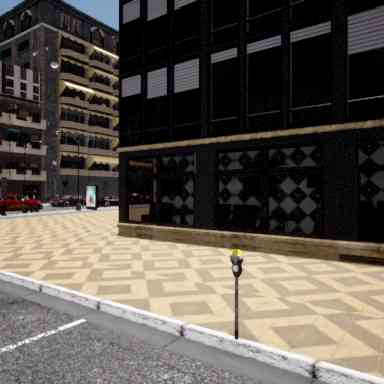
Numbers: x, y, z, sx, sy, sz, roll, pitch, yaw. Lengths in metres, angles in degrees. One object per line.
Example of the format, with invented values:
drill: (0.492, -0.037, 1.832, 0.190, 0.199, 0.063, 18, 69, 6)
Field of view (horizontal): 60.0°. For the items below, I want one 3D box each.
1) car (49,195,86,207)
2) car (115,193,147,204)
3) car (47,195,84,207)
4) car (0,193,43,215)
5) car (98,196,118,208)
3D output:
car: (-14.674, 1.082, 40.265, 1.994, 1.385, 4.181, 0, 1, 35)
car: (-8.869, 0.853, 48.509, 1.812, 1.442, 4.674, 0, 1, 35)
car: (-16.141, 1.074, 42.654, 1.802, 1.307, 4.206, 1, 2, 35)
car: (-15.620, 1.029, 28.805, 2.192, 1.841, 5.009, 1, 2, 35)
car: (-9.247, 1.072, 37.891, 1.947, 1.339, 4.313, 1, 2, 35)
